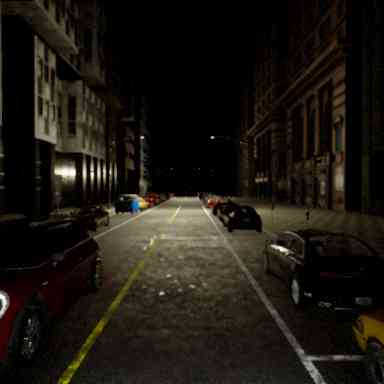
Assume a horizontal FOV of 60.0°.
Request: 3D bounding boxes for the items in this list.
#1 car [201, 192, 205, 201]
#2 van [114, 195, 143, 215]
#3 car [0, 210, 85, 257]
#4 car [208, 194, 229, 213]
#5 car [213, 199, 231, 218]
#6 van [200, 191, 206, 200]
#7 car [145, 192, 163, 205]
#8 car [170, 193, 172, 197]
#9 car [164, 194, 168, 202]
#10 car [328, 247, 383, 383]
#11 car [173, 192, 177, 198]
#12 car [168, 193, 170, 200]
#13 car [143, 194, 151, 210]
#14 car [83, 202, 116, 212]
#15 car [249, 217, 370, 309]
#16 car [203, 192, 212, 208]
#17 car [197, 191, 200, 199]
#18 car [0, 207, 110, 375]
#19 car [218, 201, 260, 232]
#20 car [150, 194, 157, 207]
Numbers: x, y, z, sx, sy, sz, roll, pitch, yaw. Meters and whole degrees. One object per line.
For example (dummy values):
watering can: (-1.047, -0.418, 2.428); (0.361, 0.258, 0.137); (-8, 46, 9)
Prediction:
car: (2.705, 1.145, 52.499); (1.752, 1.417, 4.829); (0, 0, 0)
van: (-5.797, 1.122, 29.897); (1.690, 1.788, 3.998); (0, 0, 0)
car: (-5.778, 1.485, 13.093); (1.802, 1.307, 4.206); (0, 0, 0)
car: (2.729, 1.221, 29.922); (1.967, 1.590, 4.097); (0, 0, 0)
car: (2.735, 1.403, 24.322); (1.802, 1.307, 4.206); (0, 0, 0)
van: (2.698, 0.923, 57.929); (1.690, 1.788, 3.998); (0, 0, 0)
car: (-5.815, 0.976, 46.702); (2.192, 1.841, 5.009); (0, 0, 0)
car: (-5.838, 1.072, 69.112); (1.947, 1.339, 4.313); (0, 0, 0)
car: (-5.826, 1.022, 57.907); (1.967, 1.590, 4.097); (0, 0, 0)
car: (2.758, 1.509, 2.085); (1.752, 1.417, 4.829); (0, 0, 0)
car: (-5.862, 0.904, 91.520); (1.887, 1.381, 4.507); (0, 0, 0)
car: (-5.832, 1.094, 63.510); (2.008, 1.369, 4.403); (0, 0, 0)
car: (-5.802, 1.267, 35.330); (1.752, 1.417, 4.829); (0, 0, 0)
car: (-5.784, 1.444, 18.694); (1.802, 1.307, 4.206); (0, 0, 0)
car: (2.753, 1.494, 7.517); (2.008, 1.369, 4.403); (0, 0, 0)
car: (2.717, 1.140, 41.125); (1.967, 1.590, 4.097); (0, 0, 0)
car: (2.686, 0.820, 69.132); (2.192, 1.841, 5.009); (0, 0, 0)
car: (-3.073, 1.309, 5.664); (2.097, 1.767, 4.553); (0, 0, 0)
car: (2.741, 1.427, 18.720); (1.947, 1.339, 4.313); (0, 0, 0)
car: (-5.808, 1.283, 41.102); (1.802, 1.307, 4.206); (0, 0, 0)
